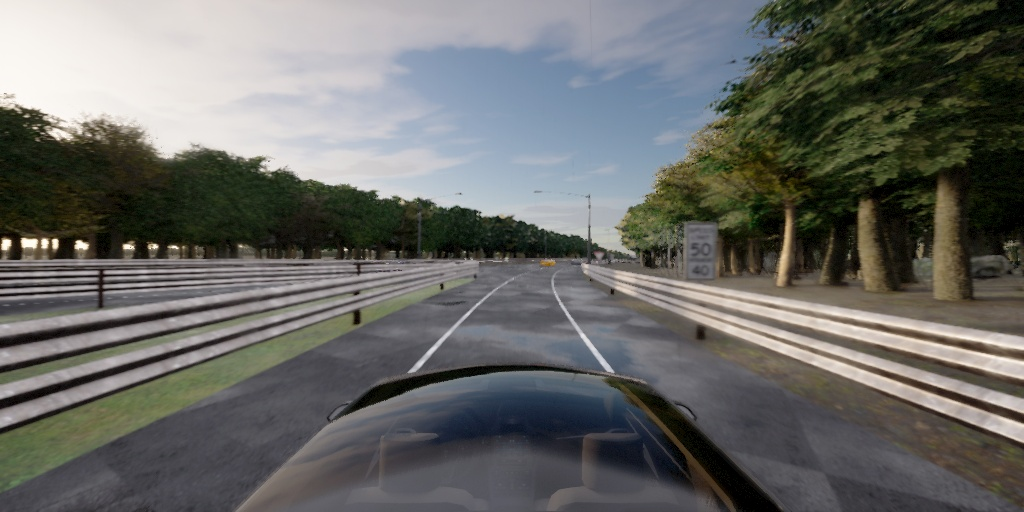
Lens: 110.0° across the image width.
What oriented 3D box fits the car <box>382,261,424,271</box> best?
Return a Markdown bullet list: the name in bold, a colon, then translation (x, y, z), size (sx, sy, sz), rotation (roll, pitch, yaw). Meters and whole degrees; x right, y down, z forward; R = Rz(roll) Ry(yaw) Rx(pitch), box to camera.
- **car**: translation (-9.856, 1.165, 33.124), size (1.812, 1.442, 4.674), rotation (1, 0, 26)
